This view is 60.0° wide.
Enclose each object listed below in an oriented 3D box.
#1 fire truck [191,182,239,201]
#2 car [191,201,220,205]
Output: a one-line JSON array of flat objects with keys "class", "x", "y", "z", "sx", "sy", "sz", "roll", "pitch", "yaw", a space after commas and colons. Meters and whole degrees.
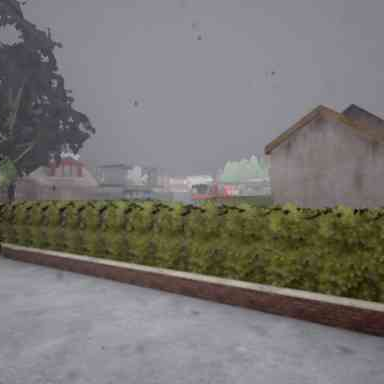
[{"class": "fire truck", "x": 3.292, "y": 0.564, "z": 45.705, "sx": 2.891, "sy": 3.827, "sz": 8.468, "roll": -1, "pitch": 0, "yaw": 35}, {"class": "car", "x": 1.079, "y": 1.458, "z": 20.340, "sx": 5.357, "sy": 1.415, "sz": 2.033, "roll": -1, "pitch": 0, "yaw": 38}]
